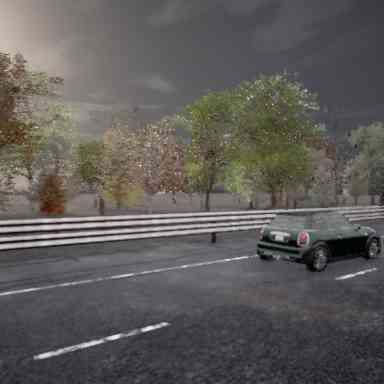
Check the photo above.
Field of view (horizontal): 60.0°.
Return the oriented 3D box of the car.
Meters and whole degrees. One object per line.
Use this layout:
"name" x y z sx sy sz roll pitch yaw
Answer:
"car" 4.334 1.402 11.133 4.553 1.767 2.097 0 0 -35
